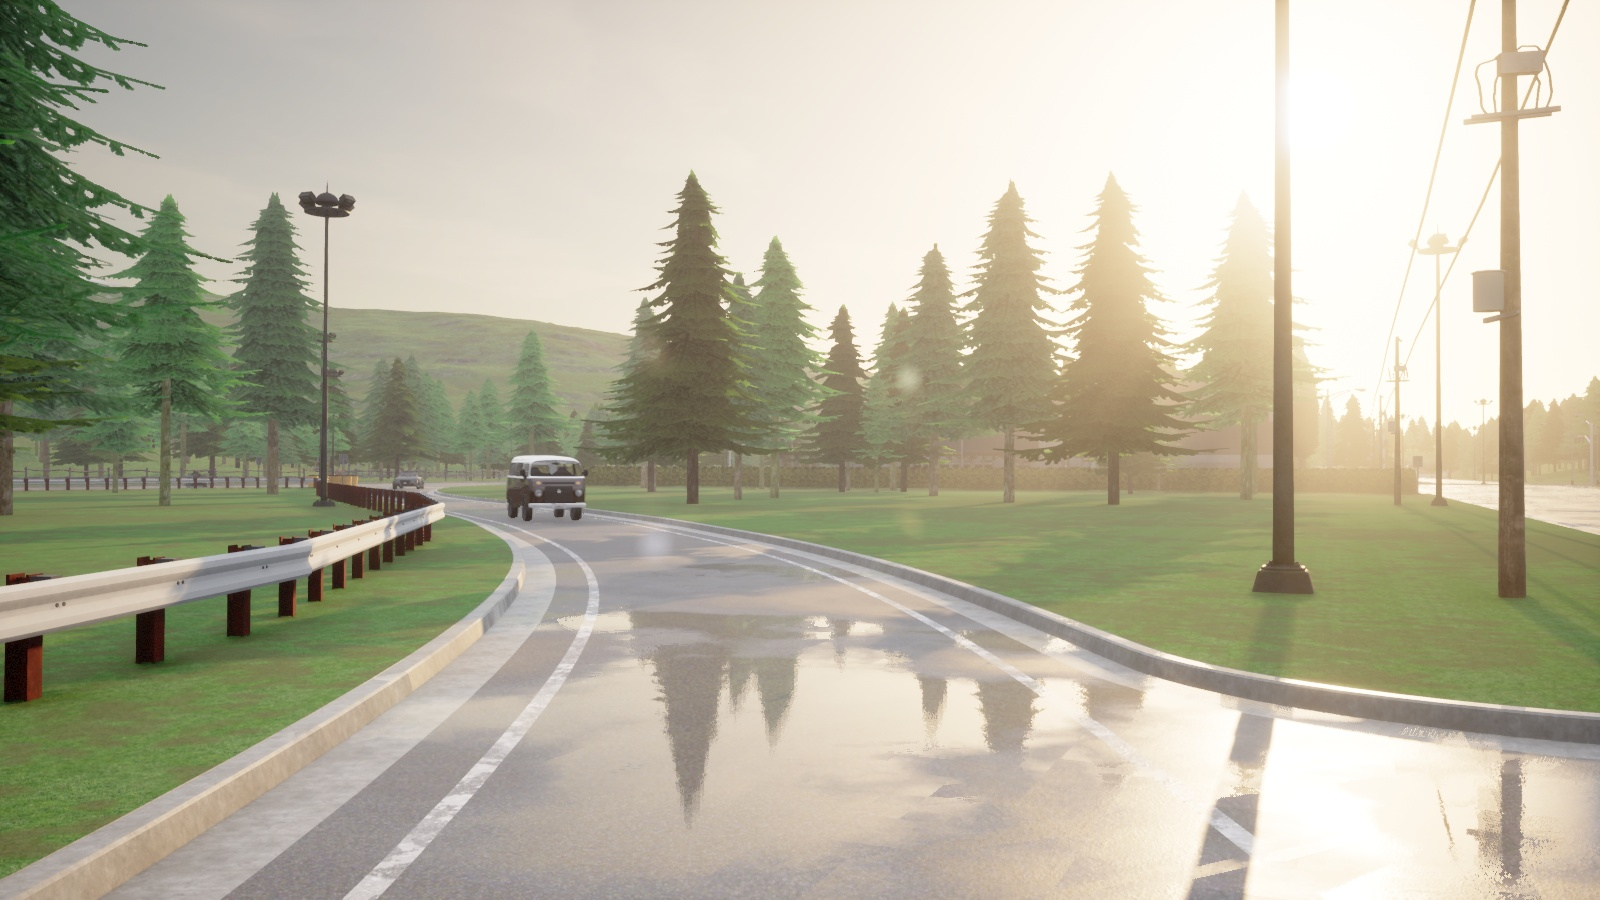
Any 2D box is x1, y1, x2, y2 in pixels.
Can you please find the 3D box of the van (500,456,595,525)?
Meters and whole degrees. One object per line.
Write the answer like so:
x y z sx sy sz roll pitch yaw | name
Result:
-7.997 1.230 39.398 2.069 2.038 4.480 0 -1 -23 | van
